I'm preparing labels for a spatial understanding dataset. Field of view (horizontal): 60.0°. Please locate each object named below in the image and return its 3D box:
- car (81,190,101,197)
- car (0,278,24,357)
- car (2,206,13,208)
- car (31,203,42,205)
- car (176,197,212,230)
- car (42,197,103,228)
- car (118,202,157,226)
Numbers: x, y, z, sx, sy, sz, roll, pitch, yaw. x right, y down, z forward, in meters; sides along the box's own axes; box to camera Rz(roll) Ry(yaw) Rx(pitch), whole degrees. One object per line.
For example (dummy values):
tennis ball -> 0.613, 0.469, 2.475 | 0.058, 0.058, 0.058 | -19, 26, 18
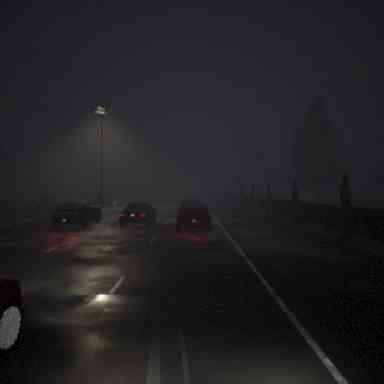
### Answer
car -> -14.533, 0.805, 47.618 | 2.150, 2.045, 5.566 | 0, 0, -1
car -> -3.400, 1.451, 2.916 | 1.882, 1.535, 5.008 | 0, 1, 0
car -> -17.622, 1.288, 29.617 | 2.033, 1.411, 5.357 | 0, 0, 0
car -> -21.530, 1.088, 47.491 | 1.837, 1.490, 4.892 | 0, 1, -1
car -> 0.103, 1.306, 19.540 | 1.882, 1.535, 5.008 | 0, 1, 0
car -> -6.897, 1.312, 20.392 | 2.128, 1.511, 4.902 | 0, 1, 0
car -> -3.396, 1.358, 21.520 | 2.033, 1.411, 5.357 | 0, 1, 0
